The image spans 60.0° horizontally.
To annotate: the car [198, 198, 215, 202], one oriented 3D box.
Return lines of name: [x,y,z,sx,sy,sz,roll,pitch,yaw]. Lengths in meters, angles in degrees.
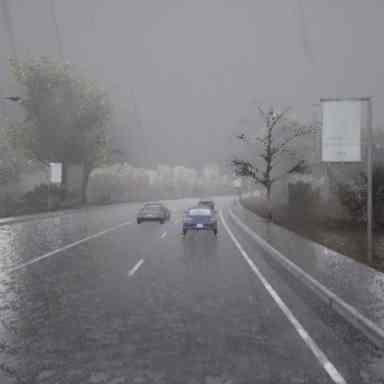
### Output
car: [1.699,1.483,39.344,1.837,1.490,4.892,0,0,5]

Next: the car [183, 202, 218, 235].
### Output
car: [0.480,1.515,18.844,1.812,1.442,4.674,0,0,2]

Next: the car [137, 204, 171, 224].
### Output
car: [-2.761,1.543,24.667,1.994,1.385,4.181,0,0,3]
